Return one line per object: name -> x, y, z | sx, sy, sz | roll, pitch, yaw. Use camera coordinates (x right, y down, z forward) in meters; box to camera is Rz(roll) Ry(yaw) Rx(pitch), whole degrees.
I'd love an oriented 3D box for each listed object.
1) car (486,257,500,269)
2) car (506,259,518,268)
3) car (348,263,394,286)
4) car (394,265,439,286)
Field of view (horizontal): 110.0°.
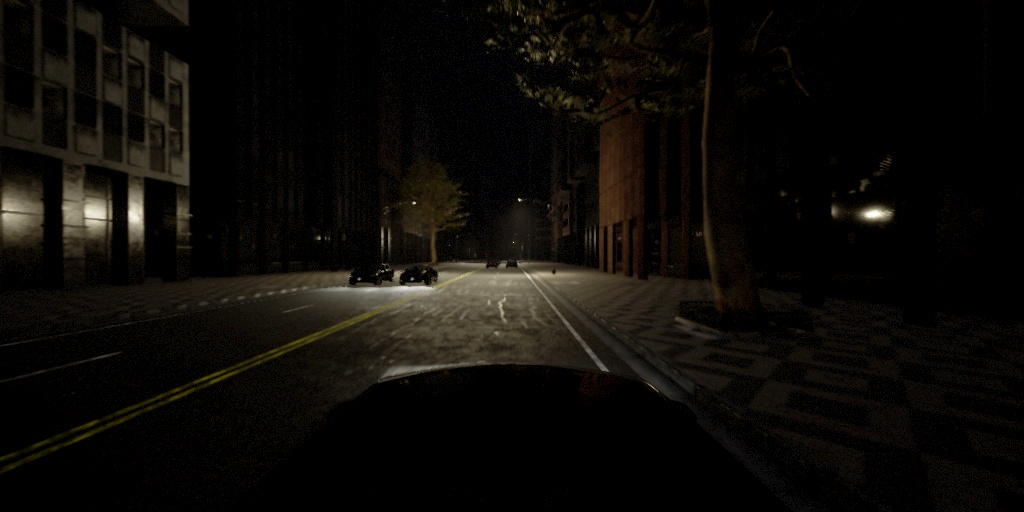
car -> -3.274, 1.317, 58.318 | 2.033, 1.411, 5.357 | 0, 0, 0
car -> -0.025, 1.333, 59.569 | 1.994, 1.385, 4.181 | 0, 0, 0
car -> -9.787, 1.266, 25.435 | 1.837, 1.490, 4.892 | 0, -1, 1
car -> -6.538, 1.322, 25.508 | 1.994, 1.385, 4.181 | 0, 0, 0
